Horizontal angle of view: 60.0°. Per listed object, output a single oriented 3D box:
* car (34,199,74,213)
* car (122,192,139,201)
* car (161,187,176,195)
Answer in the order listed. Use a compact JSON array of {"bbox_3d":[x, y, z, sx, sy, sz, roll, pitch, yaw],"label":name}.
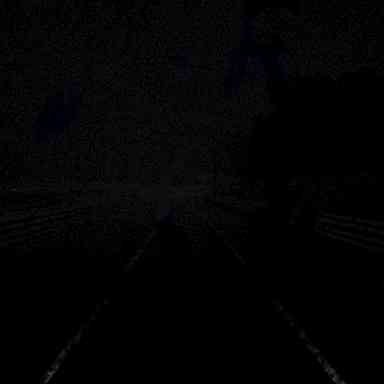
[{"bbox_3d":[-15.299,1.522,37.016,2.033,1.411,5.357,1,2,12],"label":"car"},{"bbox_3d":[-10.839,0.695,58.606,1.812,1.442,4.674,1,2,12],"label":"car"},{"bbox_3d":[-5.578,-0.178,84.070,2.097,1.767,4.553,1,1,12],"label":"car"}]
